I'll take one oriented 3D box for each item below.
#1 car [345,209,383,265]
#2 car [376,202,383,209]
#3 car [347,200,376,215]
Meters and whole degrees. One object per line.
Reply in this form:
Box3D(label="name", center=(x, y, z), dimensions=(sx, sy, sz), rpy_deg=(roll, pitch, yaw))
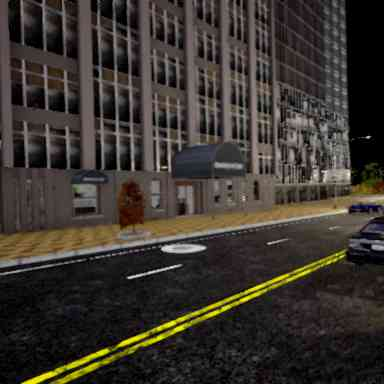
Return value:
Box3D(label="car", center=(6.559, 1.475, 10.550), dimensions=(2.033, 1.411, 5.357), rpy_deg=(-1, 0, 42))
Box3D(label="car", center=(17.103, 1.343, 27.167), dimensions=(2.033, 1.411, 5.357), rpy_deg=(-1, 0, 43))
Box3D(label="car", center=(15.999, 1.422, 30.767), dimensions=(1.895, 1.301, 4.718), rpy_deg=(-1, 0, 43))
